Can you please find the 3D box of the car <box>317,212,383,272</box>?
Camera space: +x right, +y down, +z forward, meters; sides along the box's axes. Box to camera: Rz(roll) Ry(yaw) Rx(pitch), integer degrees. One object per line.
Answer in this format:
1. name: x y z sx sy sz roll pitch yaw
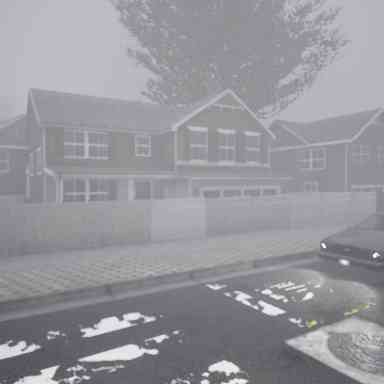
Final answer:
1. car: 6.000 1.291 9.527 5.357 1.411 2.033 -1 2 -32
